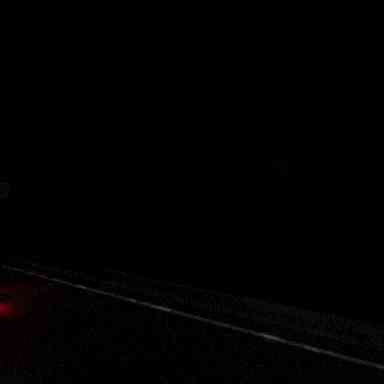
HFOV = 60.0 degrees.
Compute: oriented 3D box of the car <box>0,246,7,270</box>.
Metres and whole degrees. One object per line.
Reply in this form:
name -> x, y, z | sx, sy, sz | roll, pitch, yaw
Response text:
car -> -7.131, 1.625, 9.143 | 4.718, 1.301, 1.895 | 0, 0, 36
